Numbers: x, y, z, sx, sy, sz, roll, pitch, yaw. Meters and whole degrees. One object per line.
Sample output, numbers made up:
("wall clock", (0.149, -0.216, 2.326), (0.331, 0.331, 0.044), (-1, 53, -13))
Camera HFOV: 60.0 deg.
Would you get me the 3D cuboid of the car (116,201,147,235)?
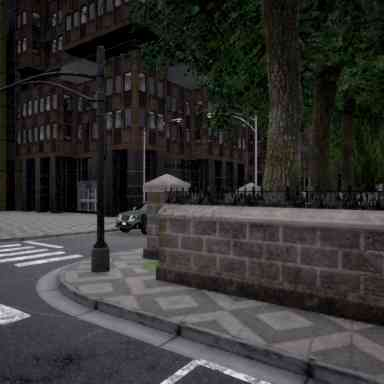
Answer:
("car", (-2.441, 1.584, 22.039), (2.150, 2.045, 5.566), (0, -1, 35))
